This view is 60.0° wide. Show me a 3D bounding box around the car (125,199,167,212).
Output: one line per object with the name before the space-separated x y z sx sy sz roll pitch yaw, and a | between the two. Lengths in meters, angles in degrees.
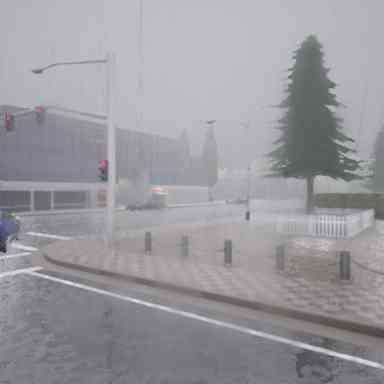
car | -5.210 1.508 38.530 2.033 1.411 5.357 0 0 36

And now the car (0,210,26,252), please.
car | -8.209 1.456 13.471 1.882 1.535 5.008 -1 1 -19

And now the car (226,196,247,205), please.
car | 7.517 1.454 56.098 2.128 1.511 4.902 0 0 36
